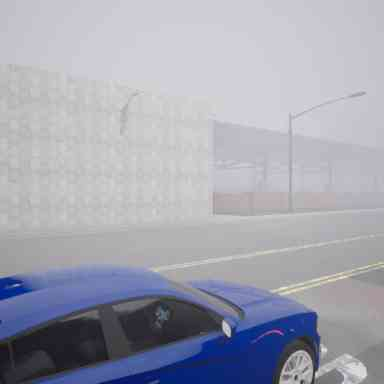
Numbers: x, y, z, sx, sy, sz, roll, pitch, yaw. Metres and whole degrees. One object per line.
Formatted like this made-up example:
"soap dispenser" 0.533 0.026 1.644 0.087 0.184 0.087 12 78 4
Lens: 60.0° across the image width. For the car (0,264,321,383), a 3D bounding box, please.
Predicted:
"car" -0.776 1.478 3.196 5.008 1.535 1.882 0 0 -36
